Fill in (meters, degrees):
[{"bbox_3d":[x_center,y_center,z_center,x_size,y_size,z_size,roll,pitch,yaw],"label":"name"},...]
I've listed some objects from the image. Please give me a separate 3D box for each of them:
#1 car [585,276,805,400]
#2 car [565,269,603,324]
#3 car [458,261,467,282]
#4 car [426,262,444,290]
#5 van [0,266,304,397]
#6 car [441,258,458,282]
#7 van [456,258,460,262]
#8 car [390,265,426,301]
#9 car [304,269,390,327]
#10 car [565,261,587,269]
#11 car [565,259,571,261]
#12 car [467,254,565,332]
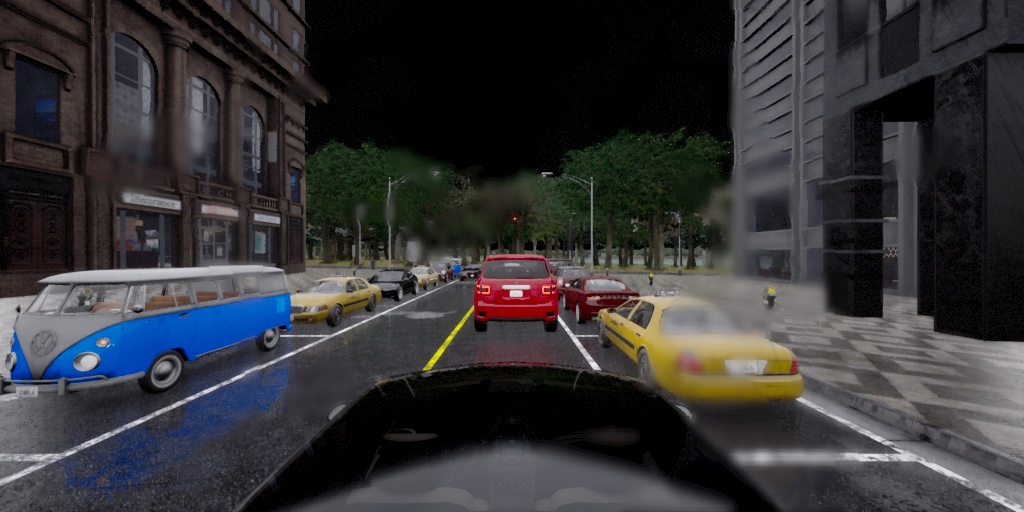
[{"bbox_3d":[2.763,1.275,6.527,1.751,1.417,4.829,0,0,0],"label":"car"},{"bbox_3d":[2.764,1.295,11.795,1.888,1.381,4.507,0,0,0],"label":"car"},{"bbox_3d":[-3.012,1.318,29.133,1.994,1.385,4.181,0,0,1],"label":"car"},{"bbox_3d":[-5.759,1.277,22.502,1.751,1.417,4.829,0,0,0],"label":"car"},{"bbox_3d":[-5.762,1.091,6.360,1.690,1.789,3.998,0,0,0],"label":"van"},{"bbox_3d":[-5.758,1.193,28.109,1.967,1.591,4.097,0,0,0],"label":"car"},{"bbox_3d":[-5.756,1.096,33.547,1.690,1.789,3.998,0,0,0],"label":"van"},{"bbox_3d":[-5.760,1.317,17.234,1.948,1.339,4.313,0,0,0],"label":"car"},{"bbox_3d":[-5.761,1.276,11.627,1.751,1.417,4.829,0,0,0],"label":"car"},{"bbox_3d":[2.765,1.191,17.232,1.967,1.591,4.097,0,0,0],"label":"car"},{"bbox_3d":[2.766,1.067,22.670,2.192,1.841,5.009,0,0,0],"label":"car"},{"bbox_3d":[0.105,0.972,11.053,2.150,2.045,5.566,0,0,0],"label":"car"}]
